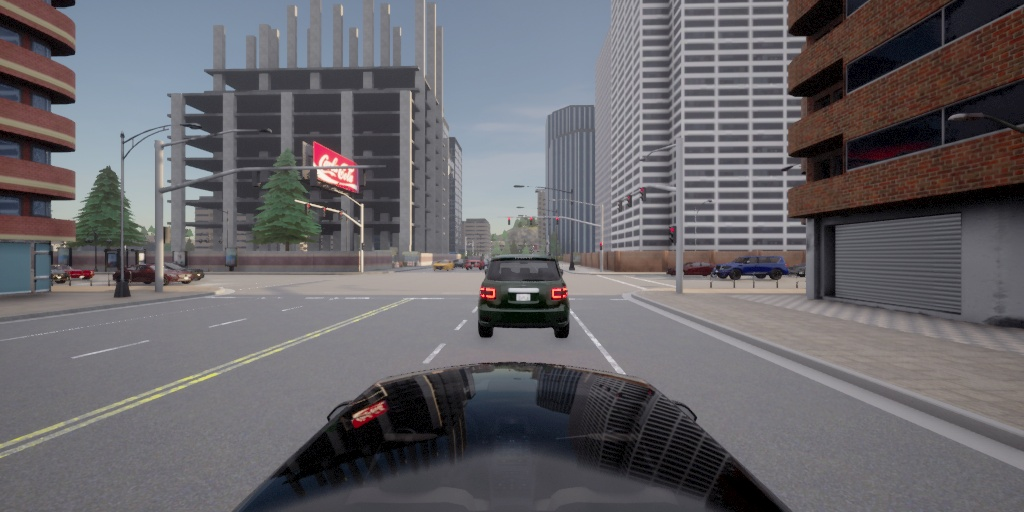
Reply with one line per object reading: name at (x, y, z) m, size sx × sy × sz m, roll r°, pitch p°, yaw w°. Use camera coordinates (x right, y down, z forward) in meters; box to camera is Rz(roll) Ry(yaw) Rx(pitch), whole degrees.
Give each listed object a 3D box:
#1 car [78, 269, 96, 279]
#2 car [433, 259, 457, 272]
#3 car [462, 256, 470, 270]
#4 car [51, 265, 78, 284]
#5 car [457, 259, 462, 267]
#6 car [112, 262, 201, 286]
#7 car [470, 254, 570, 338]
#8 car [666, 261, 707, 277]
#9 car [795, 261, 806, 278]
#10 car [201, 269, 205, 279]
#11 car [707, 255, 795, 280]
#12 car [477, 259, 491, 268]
car at (-36.494, 1.351, 28.655) m, size 4.718 × 1.301 × 1.895 m, roll 0°, pitch 0°, yaw 2°
car at (-8.938, 1.227, 46.867) m, size 1.882 × 1.535 × 5.008 m, roll 0°, pitch 0°, yaw 2°
car at (-5.252, 0.974, 51.498) m, size 2.150 × 2.045 × 5.566 m, roll 0°, pitch 0°, yaw 2°
car at (-34.005, 1.255, 25.071) m, size 4.892 × 1.490 × 1.837 m, roll 0°, pitch 0°, yaw 2°
car at (-8.506, 1.227, 58.011) m, size 1.882 × 1.535 × 5.008 m, roll 0°, pitch 0°, yaw 2°
car at (-24.760, 1.276, 24.769) m, size 4.674 × 1.442 × 1.812 m, roll 0°, pitch 0°, yaw 2°
car at (0.339, 0.971, 10.313) m, size 2.150 × 2.045 × 5.566 m, roll 0°, pitch 0°, yaw 2°
car at (17.312, 1.228, 34.099) m, size 5.008 × 1.535 × 1.882 m, roll 0°, pitch 0°, yaw 2°
car at (28.083, 1.242, 33.736) m, size 4.902 × 1.511 × 2.128 m, roll 0°, pitch 0°, yaw 2°
car at (-27.202, 1.228, 28.350) m, size 5.008 × 1.535 × 1.882 m, roll 0°, pitch 0°, yaw 2°
car at (20.227, 0.971, 30.505) m, size 5.566 × 2.045 × 2.150 m, roll 0°, pitch 0°, yaw 2°
car at (-4.834, 1.275, 62.143) m, size 1.812 × 1.442 × 4.674 m, roll 0°, pitch 0°, yaw 3°
